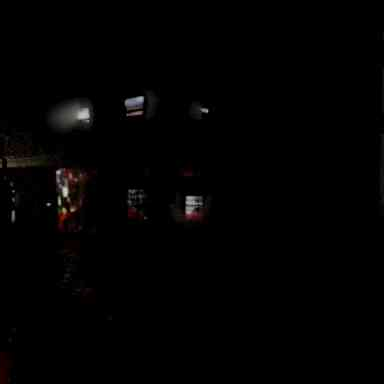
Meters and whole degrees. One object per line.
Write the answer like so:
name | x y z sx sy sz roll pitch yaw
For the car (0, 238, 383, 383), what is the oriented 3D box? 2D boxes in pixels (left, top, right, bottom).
car | 0.612 1.309 2.422 5.009 1.841 2.192 1 1 36
